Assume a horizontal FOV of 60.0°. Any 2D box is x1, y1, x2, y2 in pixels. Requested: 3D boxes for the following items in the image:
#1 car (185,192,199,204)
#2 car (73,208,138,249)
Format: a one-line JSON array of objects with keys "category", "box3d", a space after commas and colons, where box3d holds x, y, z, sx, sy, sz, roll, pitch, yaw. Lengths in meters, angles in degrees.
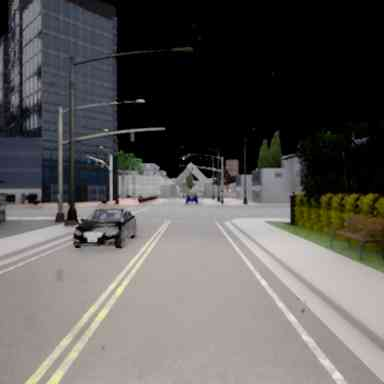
[{"category": "car", "box3d": [-0.005, 1.073, 58.515, 2.150, 2.045, 5.566, 0, 0, 0]}, {"category": "car", "box3d": [-3.563, 1.456, 14.397, 2.128, 1.511, 4.902, 0, 0, 0]}]
